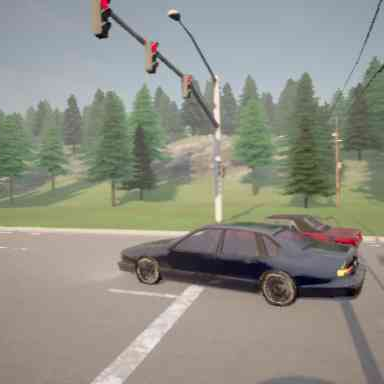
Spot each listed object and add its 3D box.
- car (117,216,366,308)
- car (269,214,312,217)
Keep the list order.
[{"bbox_3d":[0.850,1.389,7.449,5.357,1.411,2.033,-1,1,31],"label":"car"},{"bbox_3d":[2.613,1.353,10.408,4.718,1.301,1.895,-1,1,32],"label":"car"}]
